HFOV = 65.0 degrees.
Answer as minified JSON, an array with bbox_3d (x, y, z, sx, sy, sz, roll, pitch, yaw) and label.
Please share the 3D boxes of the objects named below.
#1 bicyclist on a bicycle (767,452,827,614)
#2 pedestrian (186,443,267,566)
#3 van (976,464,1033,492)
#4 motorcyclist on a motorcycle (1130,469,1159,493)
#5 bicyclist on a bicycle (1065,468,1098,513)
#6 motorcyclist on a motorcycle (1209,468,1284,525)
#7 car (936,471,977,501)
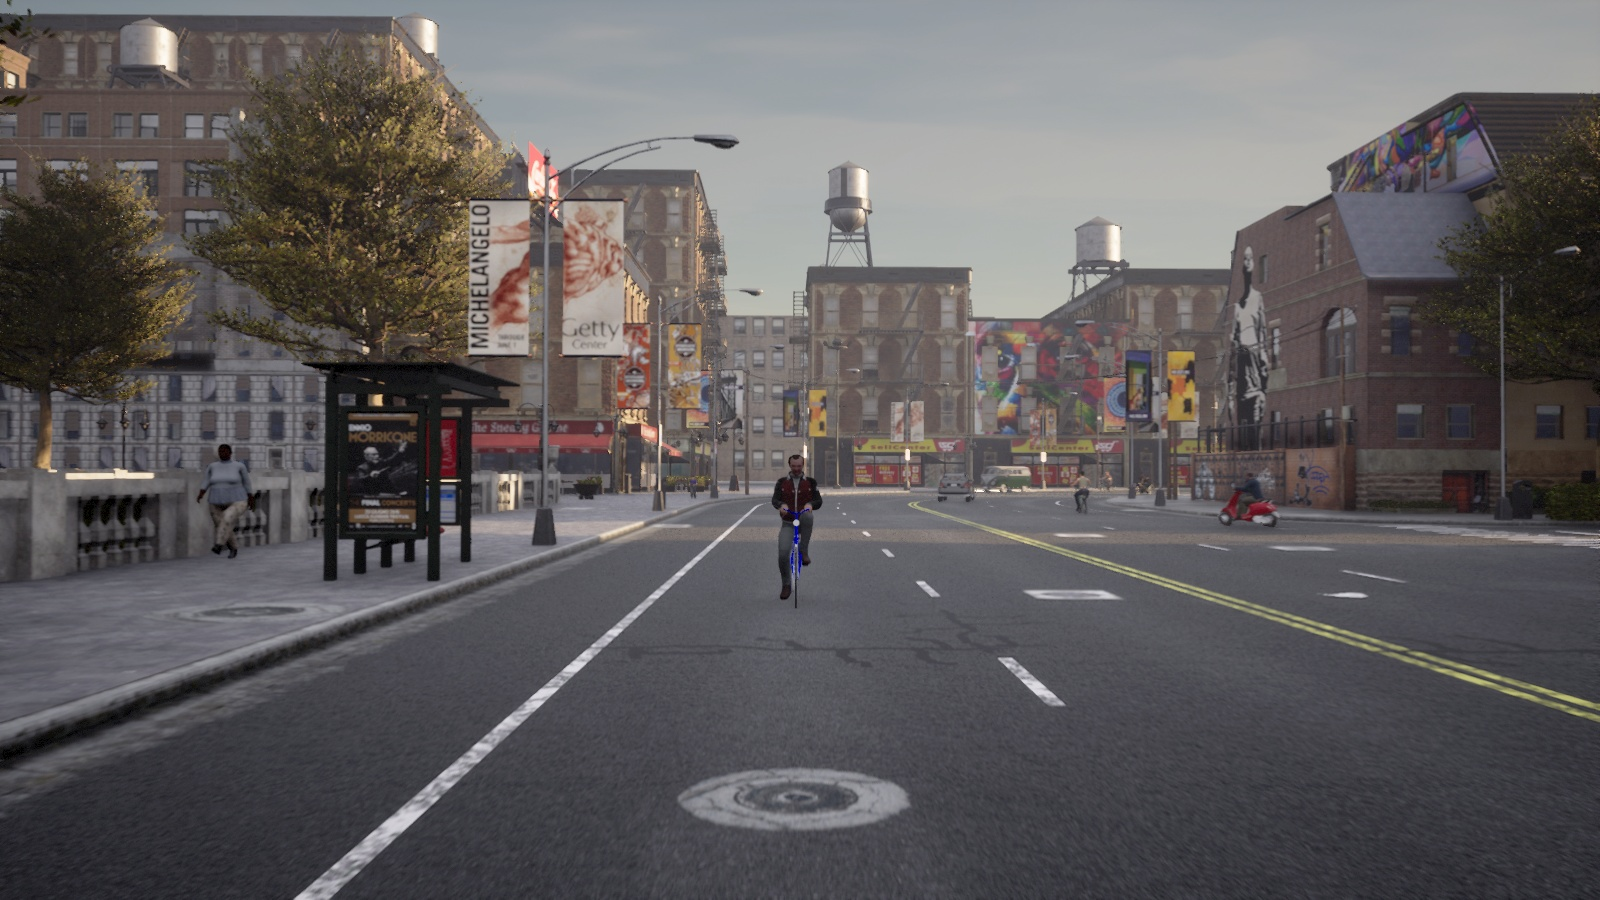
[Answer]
[{"bbox_3d":[-0.037,0.931,14.692,0.659,1.776,1.843,0,-1,0],"label":"bicyclist on a bicycle"},{"bbox_3d":[-8.870,0.832,19.469,0.874,1.855,0.900,0,-1,-4],"label":"pedestrian"},{"bbox_3d":[15.080,2.051,92.436,4.442,1.987,1.775,1,-1,-43],"label":"van"},{"bbox_3d":[23.586,2.107,86.022,2.350,1.649,0.766,1,-1,-43],"label":"motorcyclist on a motorcycle"},{"bbox_3d":[10.381,1.484,46.384,0.866,1.612,1.509,0,-1,0],"label":"bicyclist on a bicycle"},{"bbox_3d":[12.824,1.319,36.109,0.866,1.590,1.817,3,-3,-44],"label":"motorcyclist on a motorcycle"},{"bbox_3d":[8.277,1.867,66.266,1.789,1.549,3.705,-1,-1,12],"label":"car"}]
